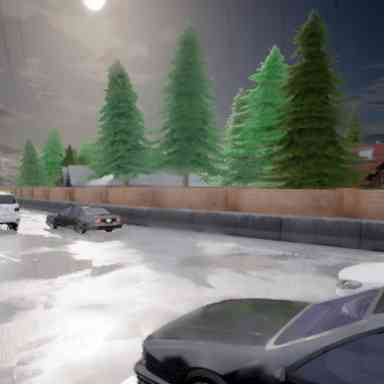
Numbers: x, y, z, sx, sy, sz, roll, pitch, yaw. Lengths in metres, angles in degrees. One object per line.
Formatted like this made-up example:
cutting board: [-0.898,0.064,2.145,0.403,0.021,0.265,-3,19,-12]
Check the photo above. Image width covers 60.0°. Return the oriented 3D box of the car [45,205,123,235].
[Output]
car: [-5.947,1.410,17.977,5.357,1.411,2.033,1,0,42]

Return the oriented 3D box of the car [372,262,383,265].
car: [4.697,1.571,4.997,4.674,1.442,1.812,1,0,35]

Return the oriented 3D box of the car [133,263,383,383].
car: [2.004,1.567,2.587,5.357,1.411,2.033,1,0,36]

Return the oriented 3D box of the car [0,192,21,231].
car: [-11.329,1.014,18.223,5.566,2.045,2.150,1,0,43]
